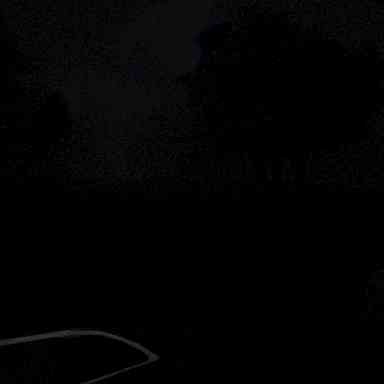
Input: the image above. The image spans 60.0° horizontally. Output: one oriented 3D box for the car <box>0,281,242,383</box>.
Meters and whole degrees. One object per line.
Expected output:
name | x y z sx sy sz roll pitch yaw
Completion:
car | -1.851 1.487 2.056 4.902 1.511 2.128 0 0 -36
